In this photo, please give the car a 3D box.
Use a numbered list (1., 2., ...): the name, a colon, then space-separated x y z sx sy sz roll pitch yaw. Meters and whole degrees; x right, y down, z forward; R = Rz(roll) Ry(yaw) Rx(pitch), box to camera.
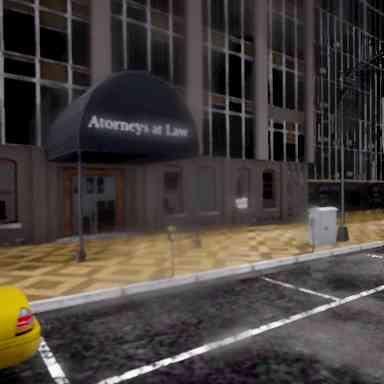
1. car: -4.129 1.524 3.165 4.829 1.417 1.752 0 -1 -36
